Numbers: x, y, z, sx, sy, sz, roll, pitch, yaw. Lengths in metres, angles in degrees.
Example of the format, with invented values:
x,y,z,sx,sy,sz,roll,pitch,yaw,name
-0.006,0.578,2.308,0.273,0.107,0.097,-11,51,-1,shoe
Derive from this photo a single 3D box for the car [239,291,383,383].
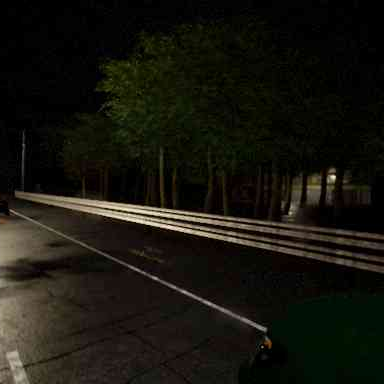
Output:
x,y,z,sx,sy,sz,roll,pitch,yaw,name
2.564,1.278,0.973,2.150,2.045,5.566,2,0,-33,car

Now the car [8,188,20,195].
x,y,z,sx,sy,sz,roll,pitch,yaw,name
-42.916,-0.176,80.955,2.097,1.767,4.553,2,0,-7,car

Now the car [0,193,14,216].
x,y,z,sx,sy,sz,roll,pitch,yaw,name
-15.085,0.980,25.211,1.837,1.490,4.892,1,0,-36,car
